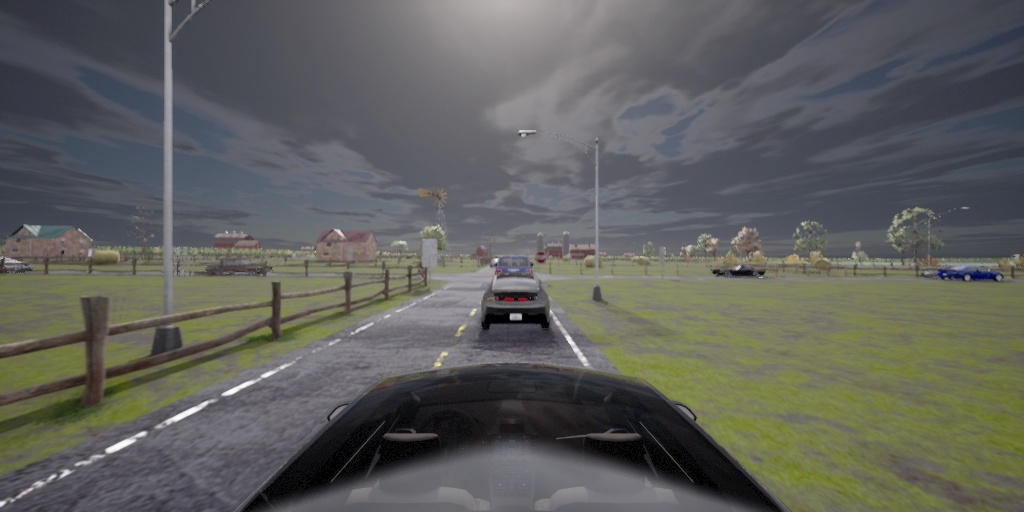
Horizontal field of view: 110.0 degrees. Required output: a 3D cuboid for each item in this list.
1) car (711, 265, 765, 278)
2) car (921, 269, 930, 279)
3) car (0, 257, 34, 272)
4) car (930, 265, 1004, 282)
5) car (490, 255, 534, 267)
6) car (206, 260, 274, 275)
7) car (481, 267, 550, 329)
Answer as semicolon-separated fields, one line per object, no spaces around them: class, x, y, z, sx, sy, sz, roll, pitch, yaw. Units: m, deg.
car;23.651;1.616;37.624;4.718;1.301;1.895;1;-1;-1
car;46.251;1.714;37.857;4.902;1.511;2.128;1;-1;0
car;-48.158;0.784;33.769;4.674;1.442;1.812;0;-1;0
car;44.700;1.655;35.008;5.008;1.535;1.882;1;-1;0
car;0.113;0.977;21.200;2.150;2.045;5.566;0;0;1
car;-25.723;1.044;34.010;5.357;1.411;2.033;1;-1;-1
car;0.095;1.257;11.210;1.837;1.490;4.892;0;0;0
